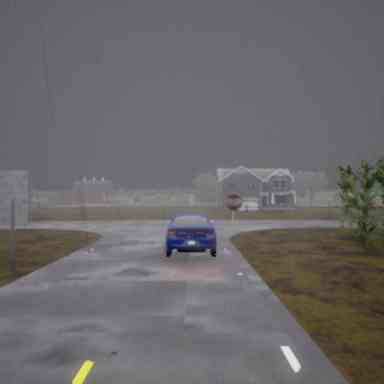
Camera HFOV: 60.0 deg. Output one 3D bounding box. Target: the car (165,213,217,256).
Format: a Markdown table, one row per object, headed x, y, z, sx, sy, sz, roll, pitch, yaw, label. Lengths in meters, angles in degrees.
| x | y | z | sx | sy | sz | roll | pitch | yaw | label |
| --- | --- | --- | --- | --- | --- | --- | --- | --- | --- |
| -0.083 | 1.613 | 13.847 | 1.882 | 1.535 | 5.008 | 0 | -1 | -2 | car |
